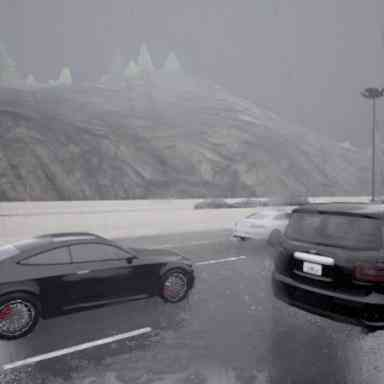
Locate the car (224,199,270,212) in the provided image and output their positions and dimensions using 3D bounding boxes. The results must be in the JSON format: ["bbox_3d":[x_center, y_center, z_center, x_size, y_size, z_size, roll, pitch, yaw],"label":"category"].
[{"bbox_3d":[6.358,1.502,38.207,5.357,1.411,2.033,0,0,-35],"label":"car"}]

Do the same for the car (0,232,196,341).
[{"bbox_3d":[-2.104,1.514,6.458,4.674,1.442,1.812,0,0,-35],"label":"car"}]

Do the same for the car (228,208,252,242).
[{"bbox_3d":[3.922,1.509,14.928,4.674,1.442,1.812,0,0,-35],"label":"car"}]

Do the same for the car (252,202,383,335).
[{"bbox_3d":[3.971,1.216,6.426,5.566,2.045,2.150,0,0,-35],"label":"car"}]

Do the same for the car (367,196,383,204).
[{"bbox_3d":[35.058,1.504,62.620,4.181,1.385,1.994,0,0,-37],"label":"car"}]

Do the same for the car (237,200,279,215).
[{"bbox_3d":[6.826,1.524,34.264,4.181,1.385,1.994,0,0,-35],"label":"car"}]

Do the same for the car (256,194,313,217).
[{"bbox_3d":[8.758,1.190,31.346,5.566,2.045,2.150,0,0,-35],"label":"car"}]
